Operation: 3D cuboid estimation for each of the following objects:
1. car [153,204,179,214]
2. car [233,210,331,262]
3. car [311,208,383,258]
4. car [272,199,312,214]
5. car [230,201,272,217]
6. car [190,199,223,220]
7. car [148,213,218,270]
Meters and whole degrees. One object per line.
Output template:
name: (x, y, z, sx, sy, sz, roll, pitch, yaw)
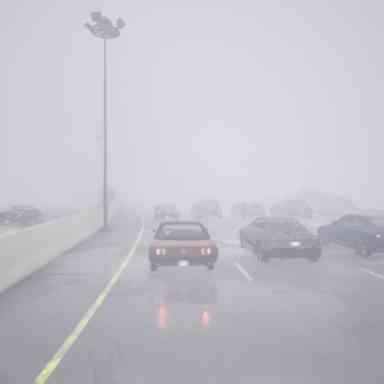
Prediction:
car: (-2.201, 1.611, 27.407, 1.895, 1.301, 4.718, 0, 0, -9)
car: (3.022, 1.560, 12.183, 1.994, 1.385, 4.181, 0, 0, -4)
car: (6.497, 1.514, 12.576, 1.812, 1.442, 4.674, 0, 0, -4)
car: (8.276, 1.340, 28.107, 2.097, 1.767, 4.553, 0, 0, -9)
car: (4.679, 1.487, 28.533, 2.128, 1.511, 4.902, 0, 0, -9)
car: (1.140, 1.355, 28.473, 2.097, 1.767, 4.553, 0, 0, -9)
car: (-0.369, 1.604, 11.036, 1.895, 1.301, 4.718, 0, 0, -4)
